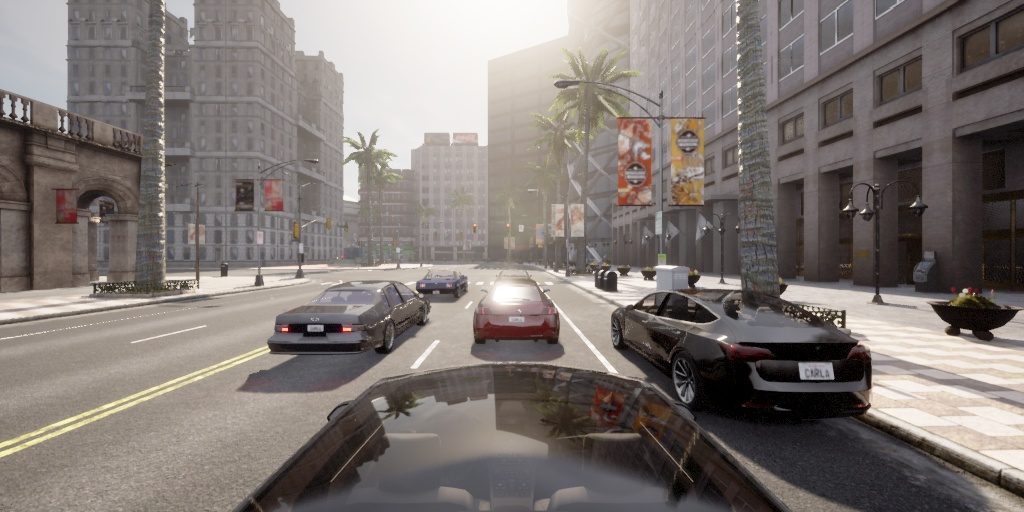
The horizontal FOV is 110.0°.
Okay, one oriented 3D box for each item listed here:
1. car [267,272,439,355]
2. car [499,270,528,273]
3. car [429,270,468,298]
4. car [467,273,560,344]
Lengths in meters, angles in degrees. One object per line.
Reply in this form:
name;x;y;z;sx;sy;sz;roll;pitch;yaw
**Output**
car;-3.406;1.297;8.725;2.033;1.411;5.357;0;0;0
car;0.090;1.351;18.418;1.895;1.301;4.718;0;0;0
car;-3.410;1.351;18.374;1.895;1.301;4.718;0;0;0
car;0.096;1.314;9.610;1.994;1.385;4.181;0;0;0
